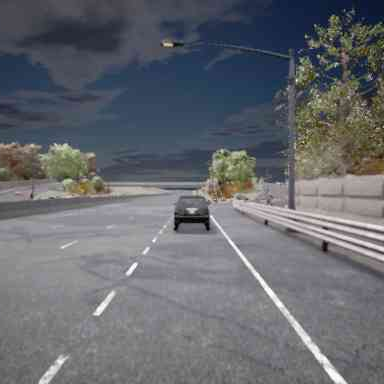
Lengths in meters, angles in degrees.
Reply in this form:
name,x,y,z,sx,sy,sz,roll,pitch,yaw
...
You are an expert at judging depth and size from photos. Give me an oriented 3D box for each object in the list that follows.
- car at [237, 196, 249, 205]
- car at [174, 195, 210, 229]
name,x,y,z,sx,sy,sz,roll,pitch,yaw
car,11.990,1.909,78.119,2.150,2.045,5.566,0,-1,26
car,-0.007,1.223,21.508,2.150,2.045,5.566,0,0,0
